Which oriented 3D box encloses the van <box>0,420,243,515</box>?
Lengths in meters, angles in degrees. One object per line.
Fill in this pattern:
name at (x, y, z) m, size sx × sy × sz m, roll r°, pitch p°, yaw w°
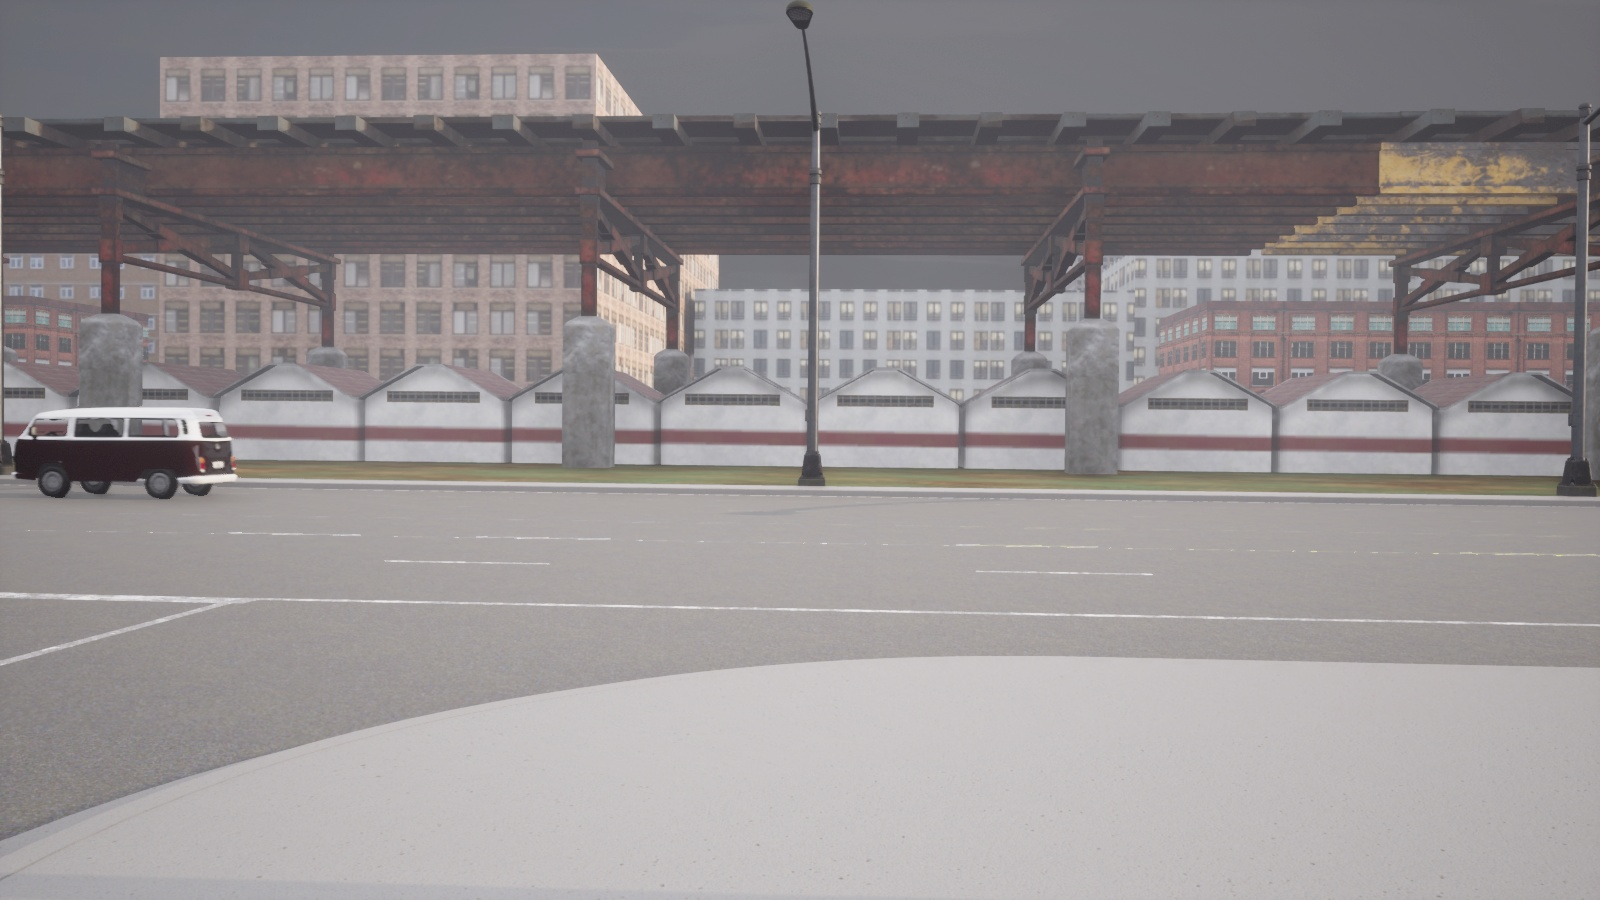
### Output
van at (-15.345, 0.377, 28.462) m, size 4.480 × 2.038 × 2.069 m, roll -1°, pitch 1°, yaw 4°
